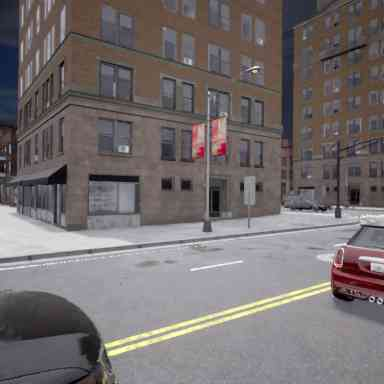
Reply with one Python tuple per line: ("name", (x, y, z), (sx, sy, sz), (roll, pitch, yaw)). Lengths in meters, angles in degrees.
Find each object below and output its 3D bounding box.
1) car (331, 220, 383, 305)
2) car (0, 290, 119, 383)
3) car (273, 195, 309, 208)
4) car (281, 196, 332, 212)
("car", (5.017, 1.355, 7.105), (4.553, 1.767, 2.097), (0, 0, -36))
("car", (-3.015, 1.222, 1.285), (5.566, 2.045, 2.150), (0, 0, -36))
("car", (14.027, 1.335, 47.298), (2.097, 1.767, 4.553), (1, 0, -36))
("car", (12.897, 1.470, 37.465), (2.033, 1.411, 5.357), (1, 0, -36))
